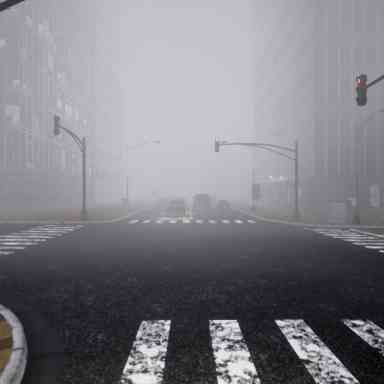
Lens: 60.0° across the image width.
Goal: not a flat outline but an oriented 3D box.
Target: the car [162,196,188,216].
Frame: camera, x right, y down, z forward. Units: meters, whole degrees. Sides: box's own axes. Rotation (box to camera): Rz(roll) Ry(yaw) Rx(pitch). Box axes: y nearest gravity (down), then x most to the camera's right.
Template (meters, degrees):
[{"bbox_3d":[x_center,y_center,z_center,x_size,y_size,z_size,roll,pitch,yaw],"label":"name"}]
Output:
[{"bbox_3d":[-1.593,1.494,33.326,1.882,1.535,5.008,0,0,0],"label":"car"}]

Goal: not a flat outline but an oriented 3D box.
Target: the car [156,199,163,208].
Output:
[{"bbox_3d":[-4.160,1.592,47.311,1.802,1.307,4.206,0,0,0],"label":"car"}]

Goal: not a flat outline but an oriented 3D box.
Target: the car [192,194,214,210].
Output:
[{"bbox_3d":[1.253,1.234,42.864,2.150,2.045,5.566,0,0,0],"label":"car"}]

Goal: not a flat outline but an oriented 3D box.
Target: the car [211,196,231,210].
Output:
[{"bbox_3d":[3.809,1.579,41.841,1.947,1.339,4.313,0,0,0],"label":"car"}]

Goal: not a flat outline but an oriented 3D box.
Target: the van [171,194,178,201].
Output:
[{"bbox_3d":[-4.434,1.315,86.003,1.690,1.788,3.998,0,0,0],"label":"van"}]

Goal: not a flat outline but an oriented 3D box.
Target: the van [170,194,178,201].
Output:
[{"bbox_3d":[-4.395,1.321,80.476,1.690,1.788,3.998,0,0,0],"label":"van"}]

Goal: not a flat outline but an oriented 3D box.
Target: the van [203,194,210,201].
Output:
[{"bbox_3d":[3.485,1.321,80.532,1.690,1.788,3.998,0,0,0],"label":"van"}]

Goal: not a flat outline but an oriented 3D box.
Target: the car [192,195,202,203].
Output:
[{"bbox_3d":[0.974,1.512,73.183,2.128,1.511,4.902,0,0,0],"label":"car"}]

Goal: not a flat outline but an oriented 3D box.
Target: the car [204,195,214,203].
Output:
[{"bbox_3d":[3.564,1.432,69.477,1.967,1.590,4.097,0,0,0],"label":"car"}]
